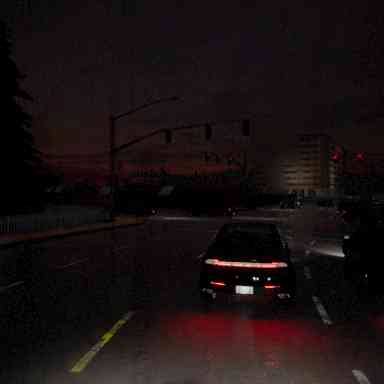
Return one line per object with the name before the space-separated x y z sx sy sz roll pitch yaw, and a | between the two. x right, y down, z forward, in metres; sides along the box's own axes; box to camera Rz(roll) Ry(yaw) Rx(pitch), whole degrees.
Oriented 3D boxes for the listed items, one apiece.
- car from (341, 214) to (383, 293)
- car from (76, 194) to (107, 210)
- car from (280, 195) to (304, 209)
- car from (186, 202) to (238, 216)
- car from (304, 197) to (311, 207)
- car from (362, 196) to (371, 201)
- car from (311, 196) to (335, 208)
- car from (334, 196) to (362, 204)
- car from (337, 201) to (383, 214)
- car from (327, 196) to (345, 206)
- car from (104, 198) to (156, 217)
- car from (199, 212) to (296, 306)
car | 5.178 1.547 8.537 2.033 1.411 5.357 0 0 16
car | -11.285 1.277 39.382 5.566 2.045 2.150 0 0 32
car | 13.404 1.505 45.191 1.837 1.490 4.892 0 0 32
car | 1.901 1.647 31.158 4.718 1.301 1.895 0 0 32
car | 18.156 1.526 52.891 1.812 1.442 4.674 0 0 32
car | 32.521 1.497 62.601 2.128 1.511 4.902 0 0 32
car | 19.176 1.547 47.886 2.033 1.411 5.357 0 0 32
car | 19.182 1.477 40.833 1.882 1.535 5.008 0 0 32
car | 12.016 1.512 20.729 4.902 1.511 2.128 0 0 32
car | 24.626 1.492 56.709 2.128 1.511 4.902 0 0 32
car | -5.593 1.547 31.652 4.902 1.511 2.128 0 0 33
car | 1.426 1.492 8.164 2.128 1.511 4.902 0 0 12
